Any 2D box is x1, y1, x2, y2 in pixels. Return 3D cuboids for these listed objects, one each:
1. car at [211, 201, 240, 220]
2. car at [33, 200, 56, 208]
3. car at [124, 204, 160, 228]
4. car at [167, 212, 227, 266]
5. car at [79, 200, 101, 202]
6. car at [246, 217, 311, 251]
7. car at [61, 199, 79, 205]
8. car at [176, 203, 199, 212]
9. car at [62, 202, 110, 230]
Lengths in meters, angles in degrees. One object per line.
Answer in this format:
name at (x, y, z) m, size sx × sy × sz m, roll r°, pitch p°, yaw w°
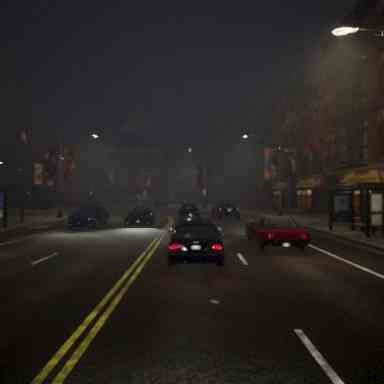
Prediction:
car at (3.103, 1.671, 31.642) m, size 2.097 × 1.767 × 4.553 m, roll 0°, pitch -1°, yaw -6°
car at (-26.807, 2.147, 60.322) m, size 4.674 × 1.442 × 1.812 m, roll 0°, pitch -1°, yaw 24°
car at (-3.688, 1.806, 24.392) m, size 1.994 × 1.385 × 4.181 m, roll 0°, pitch -1°, yaw -1°
car at (0.123, 1.669, 12.062) m, size 2.033 × 1.411 × 5.357 m, roll 0°, pitch -1°, yaw 0°
car at (-20.281, 2.265, 68.480) m, size 4.718 × 1.301 × 1.895 m, roll 0°, pitch -1°, yaw 30°
car at (3.632, 1.754, 14.985) m, size 1.895 × 1.301 × 4.718 m, roll 0°, pitch -1°, yaw 0°
car at (-25.579, 2.208, 70.665) m, size 4.674 × 1.452 × 2.002 m, roll 0°, pitch -1°, yaw 20°
car at (-0.428, 1.825, 31.986) m, size 1.837 × 1.490 × 4.892 m, roll 1°, pitch -1°, yaw -7°
car at (-7.110, 1.707, 23.341) m, size 1.882 × 1.535 × 5.008 m, roll 0°, pitch -1°, yaw -1°
